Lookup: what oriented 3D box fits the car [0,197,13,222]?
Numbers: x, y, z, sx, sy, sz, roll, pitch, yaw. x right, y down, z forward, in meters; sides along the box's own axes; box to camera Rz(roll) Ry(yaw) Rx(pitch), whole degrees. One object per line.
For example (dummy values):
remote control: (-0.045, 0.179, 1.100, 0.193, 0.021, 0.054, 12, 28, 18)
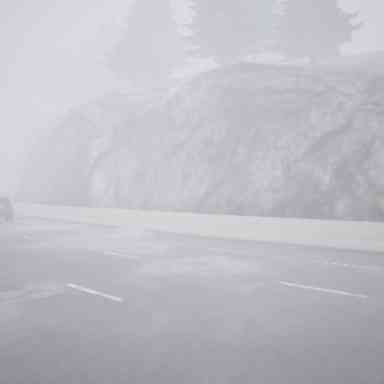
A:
car: (-16.565, 1.389, 27.497, 2.150, 2.045, 5.566, 1, 0, -43)
